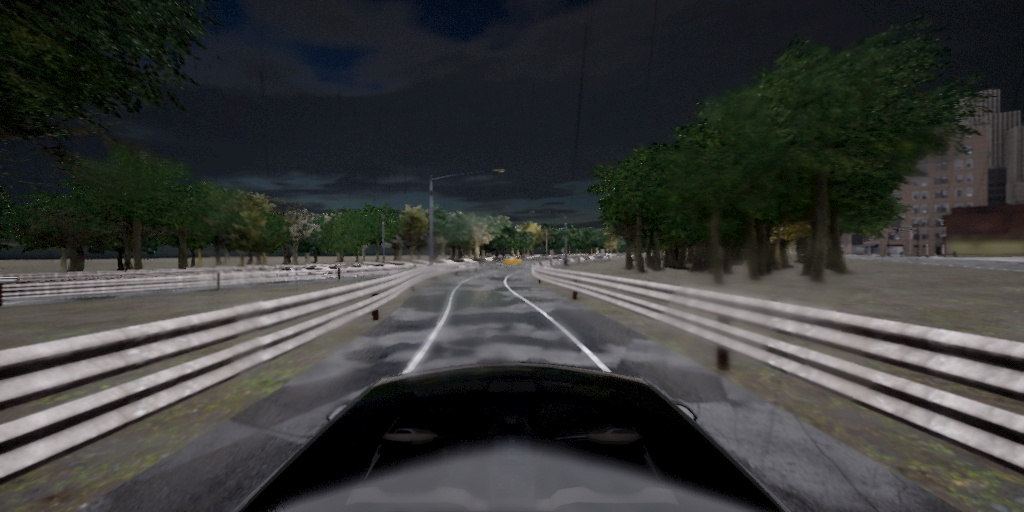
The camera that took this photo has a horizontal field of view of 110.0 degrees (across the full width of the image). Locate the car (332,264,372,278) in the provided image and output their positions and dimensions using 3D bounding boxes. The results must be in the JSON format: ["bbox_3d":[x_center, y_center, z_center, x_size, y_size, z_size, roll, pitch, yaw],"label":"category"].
[{"bbox_3d":[-19.850,1.785,44.824,1.882,1.535,5.008,0,1,34],"label":"car"}]

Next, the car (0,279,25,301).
[{"bbox_3d":[-35.037,1.930,22.351,2.150,2.045,5.566,0,1,34],"label":"car"}]
